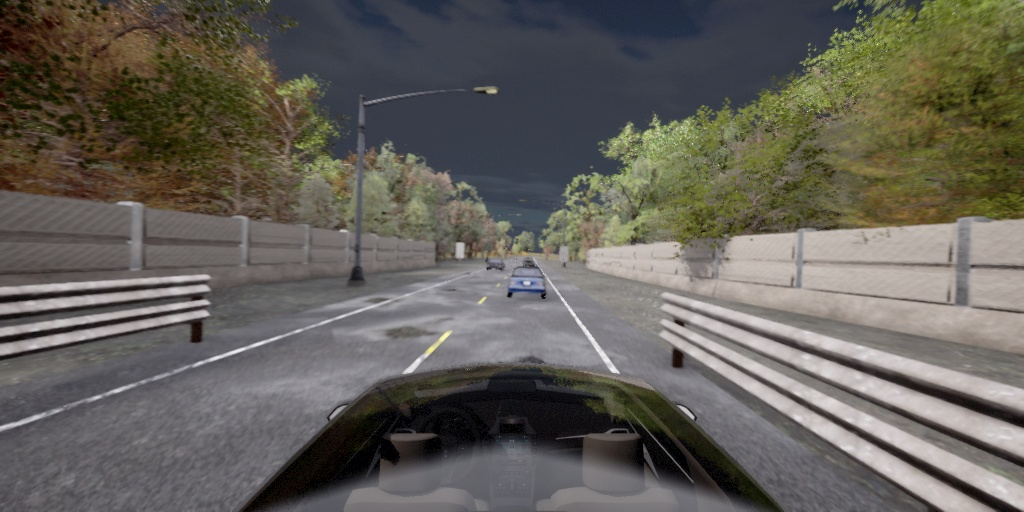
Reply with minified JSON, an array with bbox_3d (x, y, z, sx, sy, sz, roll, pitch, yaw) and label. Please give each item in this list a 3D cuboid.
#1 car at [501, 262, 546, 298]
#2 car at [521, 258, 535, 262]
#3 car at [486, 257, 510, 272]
[{"bbox_3d":[0.765,1.222,18.200,2.033,1.411,5.357,2,0,3],"label":"car"},{"bbox_3d":[2.415,1.010,52.888,1.837,1.490,4.892,2,1,3],"label":"car"},{"bbox_3d":[-1.779,0.976,40.590,2.033,1.411,5.357,4,0,3],"label":"car"}]
